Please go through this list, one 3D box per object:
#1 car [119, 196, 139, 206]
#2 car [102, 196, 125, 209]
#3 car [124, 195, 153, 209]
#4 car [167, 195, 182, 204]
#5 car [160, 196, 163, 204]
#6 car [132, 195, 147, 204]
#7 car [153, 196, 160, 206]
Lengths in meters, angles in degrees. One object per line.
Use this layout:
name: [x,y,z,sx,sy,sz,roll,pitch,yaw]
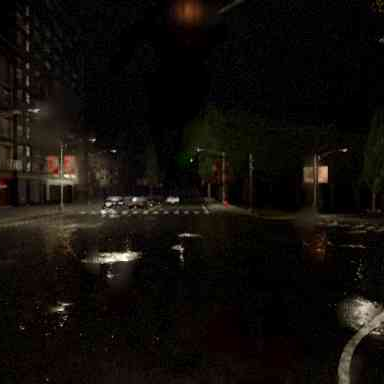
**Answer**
car: [-9.752,1.365,51.822,2.033,1.411,5.357,0,0,0]
car: [-9.789,1.304,41.524,2.128,1.511,4.902,0,0,1]
car: [-6.540,1.360,41.268,2.033,1.411,5.357,0,0,1]
car: [-3.151,1.427,57.351,1.895,1.301,4.718,0,0,0]
car: [-6.502,1.435,61.544,1.895,1.301,4.718,0,0,0]
car: [-9.752,1.384,62.366,2.033,1.411,5.357,0,0,0]
car: [-6.502,1.295,51.217,1.882,1.535,5.008,0,0,0]
